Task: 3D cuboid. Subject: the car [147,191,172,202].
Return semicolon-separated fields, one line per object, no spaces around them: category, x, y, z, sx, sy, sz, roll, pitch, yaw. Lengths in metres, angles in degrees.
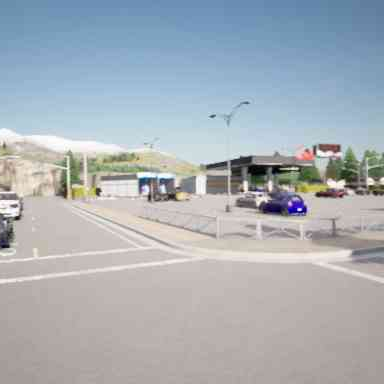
car;-4.948;0.584;46.899;2.007;1.523;4.514;-1;1;-26

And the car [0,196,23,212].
car;-18.164;1.187;33.464;1.994;1.385;4.181;-1;1;-26

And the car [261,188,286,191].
car;11.855;0.387;46.456;1.845;1.501;3.633;-1;1;-26

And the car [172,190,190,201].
car;-2.138;0.520;48.294;2.152;1.636;5.027;-1;1;-26

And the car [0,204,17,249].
car;-8.290;1.431;13.196;1.994;1.385;4.181;-1;1;-25

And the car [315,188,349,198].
car;20.895;0.193;50.711;2.007;1.523;4.514;-1;1;-26

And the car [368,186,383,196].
car;32.445;-0.217;55.417;1.932;1.855;4.605;-1;1;-26

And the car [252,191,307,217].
car;6.253;0.904;23.400;1.845;1.501;3.633;-1;1;-26

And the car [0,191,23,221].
car;-13.686;0.957;24.235;2.150;2.045;5.566;-1;1;-26

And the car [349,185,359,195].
car;28.768;-0.046;63.061;1.970;1.475;3.806;-1;1;-26

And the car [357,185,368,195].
car;32.029;-0.381;63.933;1.905;1.878;3.866;-1;1;-26

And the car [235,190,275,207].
car;5.754;0.781;31.380;1.970;1.475;3.806;-1;1;-26
